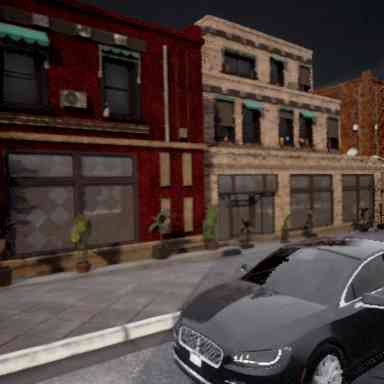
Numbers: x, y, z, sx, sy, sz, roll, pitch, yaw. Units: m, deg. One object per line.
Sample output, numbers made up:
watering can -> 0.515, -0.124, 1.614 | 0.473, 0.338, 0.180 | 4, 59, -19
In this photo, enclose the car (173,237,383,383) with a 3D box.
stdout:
car -> 2.020, 1.497, 4.878 | 4.892, 1.490, 1.837 | 0, 0, -35
